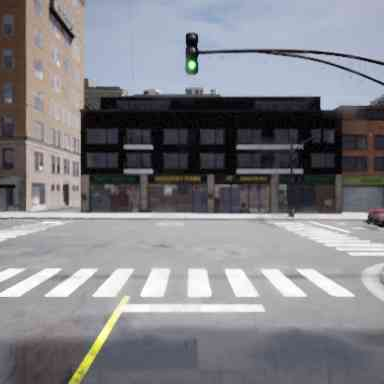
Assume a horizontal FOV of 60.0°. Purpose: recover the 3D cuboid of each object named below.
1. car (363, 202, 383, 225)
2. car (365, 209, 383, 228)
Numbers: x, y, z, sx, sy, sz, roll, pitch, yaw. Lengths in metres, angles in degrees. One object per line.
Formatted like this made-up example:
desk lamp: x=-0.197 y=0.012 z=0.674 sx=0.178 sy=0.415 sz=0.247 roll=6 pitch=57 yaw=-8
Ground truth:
car: x=15.037 y=1.490 z=23.457 sx=5.008 sy=1.535 sz=1.882 roll=0 pitch=0 yaw=0
car: x=13.574 y=1.562 z=20.199 sx=5.357 sy=1.411 sz=2.033 roll=0 pitch=0 yaw=0
